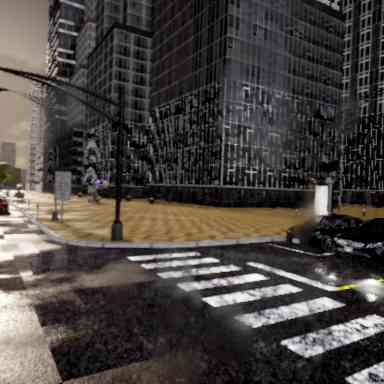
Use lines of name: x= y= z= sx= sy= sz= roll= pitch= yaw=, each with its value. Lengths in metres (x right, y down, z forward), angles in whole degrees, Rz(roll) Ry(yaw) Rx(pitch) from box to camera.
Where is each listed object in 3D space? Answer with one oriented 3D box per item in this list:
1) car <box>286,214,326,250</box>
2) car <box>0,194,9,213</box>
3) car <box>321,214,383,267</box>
car: x=5.998 y=1.632 z=14.305 sx=4.313 sy=1.339 sz=1.947 roll=2 pitch=1 yaw=-31
car: x=-16.615 y=0.990 z=28.337 sx=1.887 sy=1.381 sz=4.507 roll=1 pitch=0 yaw=-31
car: x=7.095 y=1.664 z=11.937 sx=4.674 sy=1.442 sz=1.812 roll=2 pitch=1 yaw=-30
